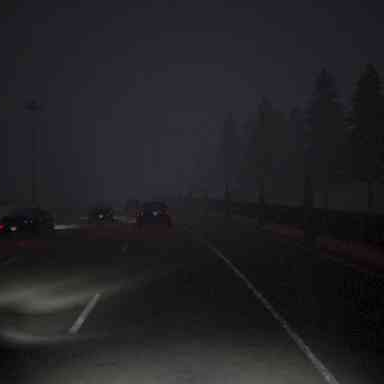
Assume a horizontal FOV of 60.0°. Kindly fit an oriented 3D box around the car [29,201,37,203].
[{"bbox_3d":[-24.378,1.574,50.652,1.812,1.442,4.674,0,0,-14],"label":"car"}]

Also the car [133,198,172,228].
[{"bbox_3d":[-2.652,1.351,22.389,2.097,1.767,4.553,0,0,-11],"label":"car"}]

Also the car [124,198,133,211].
[{"bbox_3d":[-7.239,1.484,41.045,1.882,1.535,5.008,0,0,-15],"label":"car"}]

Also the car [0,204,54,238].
[{"bbox_3d":[-8.843,1.543,17.991,1.812,1.442,4.674,0,0,-10],"label":"car"}]

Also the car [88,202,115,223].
[{"bbox_3d":[-6.982,1.536,25.780,1.812,1.442,4.674,0,0,-13],"label":"car"}]
